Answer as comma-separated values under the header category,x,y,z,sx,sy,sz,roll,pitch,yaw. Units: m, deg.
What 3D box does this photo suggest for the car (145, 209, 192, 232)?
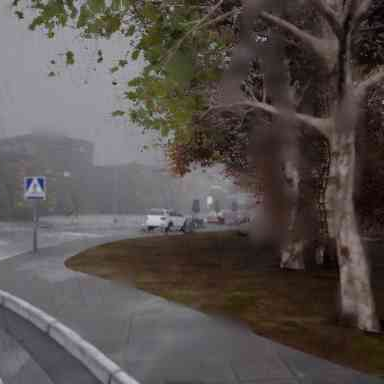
category,x,y,z,sx,sy,sz,roll,pitch,yaw
car,-2.342,2.715,31.988,2.150,2.045,5.566,0,-4,23

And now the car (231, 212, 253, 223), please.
category,x,y,z,sx,sy,sz,roll,pitch,yaw
car,8.736,4.710,57.753,1.812,1.442,4.674,0,-3,23

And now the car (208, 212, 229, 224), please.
category,x,y,z,sx,sy,sz,roll,pitch,yaw
car,4.115,4.567,55.229,1.994,1.385,4.181,0,-3,23

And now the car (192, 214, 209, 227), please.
category,x,y,z,sx,sy,sz,roll,pitch,yaw
car,0.176,4.010,45.964,1.837,1.490,4.892,0,-4,24

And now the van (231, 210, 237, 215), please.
category,x,y,z,sx,sy,sz,roll,pitch,yaw
van,9.978,5.734,89.299,1.878,1.987,4.442,0,-2,24

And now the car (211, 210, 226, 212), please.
category,x,y,z,sx,sy,sz,roll,pitch,yaw
car,5.575,5.237,79.225,2.435,2.045,5.566,0,-2,24

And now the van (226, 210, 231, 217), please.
category,x,y,z,sx,sy,sz,roll,pitch,yaw
van,7.758,5.498,84.221,1.878,1.987,4.442,0,-2,24
